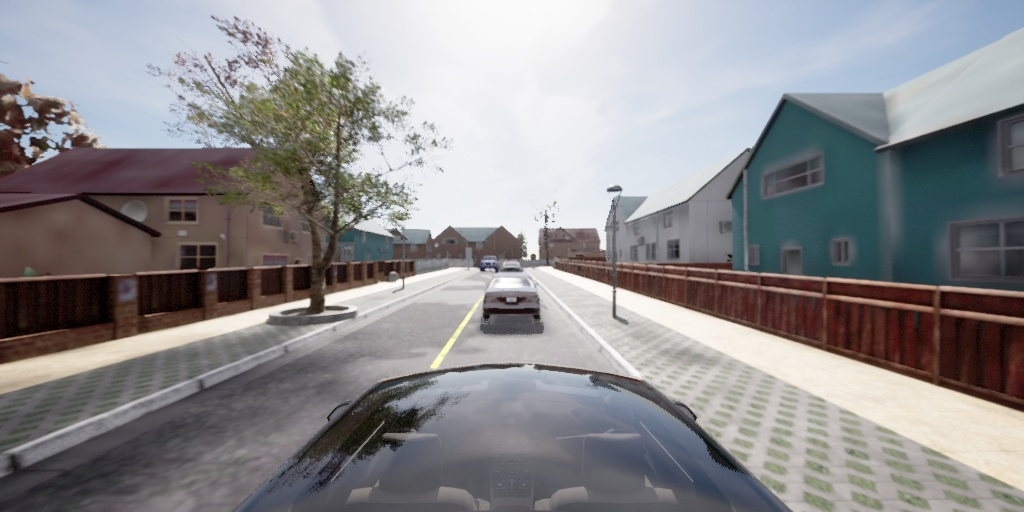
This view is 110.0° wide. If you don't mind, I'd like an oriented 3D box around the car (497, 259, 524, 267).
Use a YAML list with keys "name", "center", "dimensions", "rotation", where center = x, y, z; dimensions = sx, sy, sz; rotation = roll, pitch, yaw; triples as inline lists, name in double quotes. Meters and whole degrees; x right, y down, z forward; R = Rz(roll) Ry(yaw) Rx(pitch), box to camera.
- name: "car"
  center: [-0.040, 1.218, 29.772]
  dimensions: [1.837, 1.490, 4.892]
  rotation: [0, 0, 0]

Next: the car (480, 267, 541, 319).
- name: "car"
  center: [-0.008, 1.265, 12.561]
  dimensions: [2.033, 1.411, 5.357]
  rotation: [0, 0, 0]

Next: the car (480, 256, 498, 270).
- name: "car"
  center: [-2.917, 0.979, 46.729]
  dimensions: [2.150, 2.045, 5.566]
  rotation: [0, 0, 0]
